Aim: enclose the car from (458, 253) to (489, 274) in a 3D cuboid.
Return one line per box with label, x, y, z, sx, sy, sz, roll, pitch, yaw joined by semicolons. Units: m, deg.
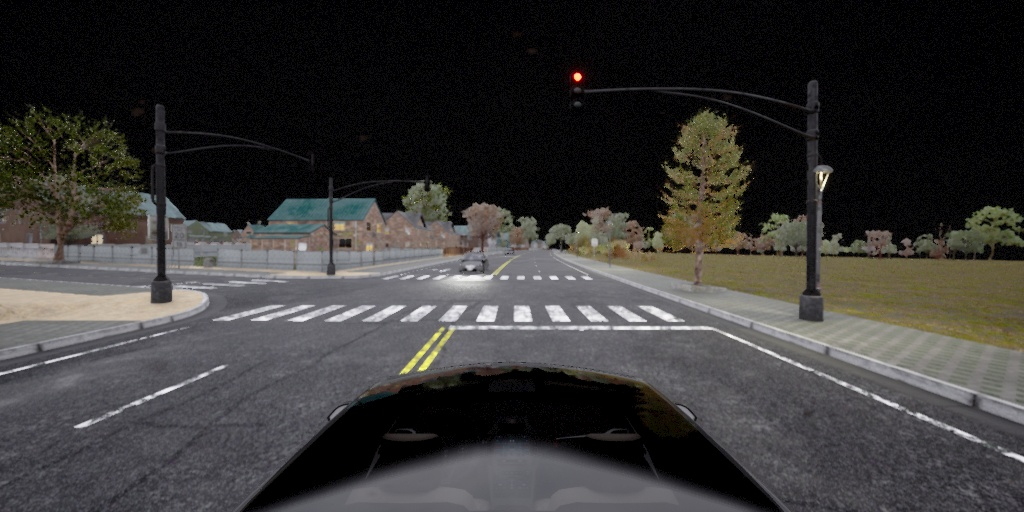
car;-2.786;0.527;26.915;2.128;1.511;4.902;0;3;2
